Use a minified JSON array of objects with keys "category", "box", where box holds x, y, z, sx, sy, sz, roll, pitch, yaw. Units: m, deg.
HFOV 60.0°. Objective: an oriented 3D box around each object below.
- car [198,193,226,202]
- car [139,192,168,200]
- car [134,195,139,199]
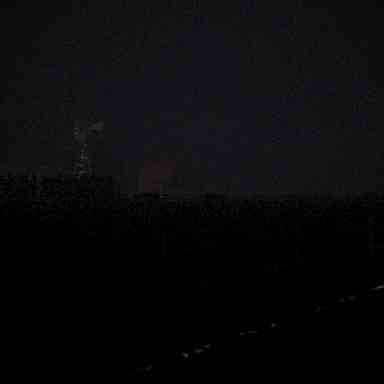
[{"category":"car","box":[3.286,0.843,56.182,5.008,1.535,1.882,1,0,33]},{"category":"car","box":[-6.490,0.746,59.403,4.892,1.490,1.837,1,0,34]},{"category":"car","box":[-9.083,0.690,64.538,4.892,1.490,1.837,1,0,35]}]
